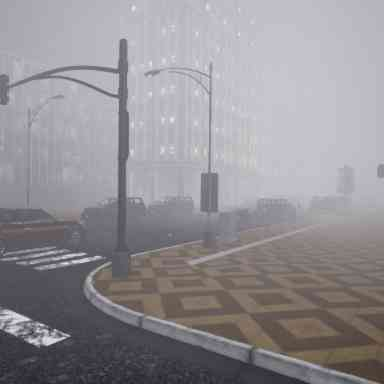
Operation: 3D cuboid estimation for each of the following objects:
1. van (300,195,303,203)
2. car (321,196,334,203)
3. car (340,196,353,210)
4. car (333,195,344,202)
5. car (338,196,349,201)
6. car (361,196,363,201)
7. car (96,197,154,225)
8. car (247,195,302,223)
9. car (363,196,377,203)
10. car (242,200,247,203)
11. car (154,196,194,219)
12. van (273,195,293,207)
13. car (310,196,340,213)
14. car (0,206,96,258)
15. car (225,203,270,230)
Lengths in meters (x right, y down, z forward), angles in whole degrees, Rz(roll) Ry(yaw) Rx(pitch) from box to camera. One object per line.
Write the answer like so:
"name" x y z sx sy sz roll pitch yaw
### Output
"van" 17.158 1.351 55.370 1.690 1.788 3.998 1 0 35
"car" 29.996 1.616 73.469 1.802 1.307 4.206 1 1 35
"car" 20.374 1.436 46.286 2.192 1.841 5.009 1 0 35
"car" 36.319 1.570 82.378 1.752 1.417 4.829 1 1 35
"car" 39.612 1.623 87.020 1.947 1.339 4.313 1 1 35
"car" 44.102 1.655 84.162 2.128 1.511 4.902 1 1 35
"car" -5.418 1.274 23.775 2.192 1.841 5.009 1 0 35
"car" 6.797 1.409 26.927 2.192 1.841 5.009 1 0 35
"car" 39.634 1.598 73.432 1.967 1.590 4.097 1 1 35
"car" 7.769 1.430 42.252 1.967 1.590 4.097 1 0 35
"car" -1.755 1.283 28.939 2.192 1.841 5.009 1 0 35
"van" 13.948 1.345 50.846 1.690 1.788 3.998 1 0 35
"car" 15.386 1.427 39.164 2.192 1.841 5.009 1 0 35
"car" -6.400 1.380 12.996 2.097 1.767 4.553 1 0 35
"car" 3.299 1.668 22.004 1.802 1.307 4.206 1 0 35
